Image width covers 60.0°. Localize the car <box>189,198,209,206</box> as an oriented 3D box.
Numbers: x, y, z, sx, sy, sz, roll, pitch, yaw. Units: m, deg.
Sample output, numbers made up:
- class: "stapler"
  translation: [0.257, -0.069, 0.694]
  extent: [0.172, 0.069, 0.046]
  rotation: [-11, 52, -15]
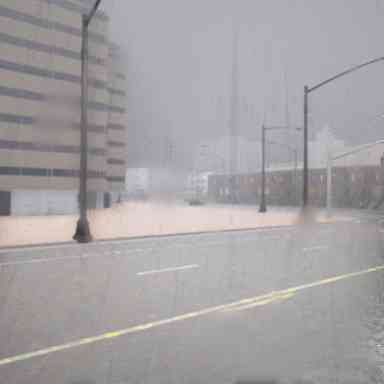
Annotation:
- class: "car"
  translation: [1.310, 1.892, 62.346]
  extent: [2.128, 1.511, 4.902]
  rotation: [1, 0, -35]
